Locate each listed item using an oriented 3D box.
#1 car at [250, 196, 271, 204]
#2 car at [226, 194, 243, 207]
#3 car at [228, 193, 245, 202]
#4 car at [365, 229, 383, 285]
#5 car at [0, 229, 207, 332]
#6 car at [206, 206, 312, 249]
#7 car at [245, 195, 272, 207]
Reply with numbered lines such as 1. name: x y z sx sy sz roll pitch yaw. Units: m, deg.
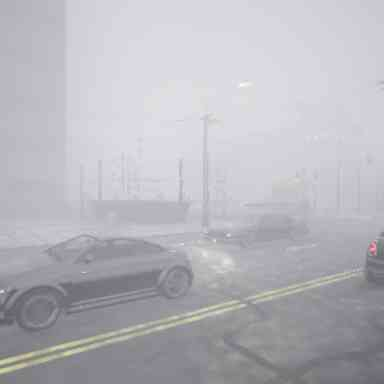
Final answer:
1. car: 13.350 1.459 64.926 3.806 1.475 1.970 0 0 -36
2. car: 4.869 1.410 48.004 4.193 1.474 1.816 0 0 -36
3. car: 10.445 1.405 69.070 4.786 1.482 2.161 0 0 -36
4. car: 6.326 1.353 8.269 4.553 1.767 2.097 0 0 -35
5. car: -1.997 1.564 6.867 4.181 1.385 1.994 0 0 -36
6. car: 3.060 1.549 14.776 5.357 1.411 2.033 0 0 -36
7. car: 9.345 1.258 41.864 4.553 1.767 2.185 0 0 -36
